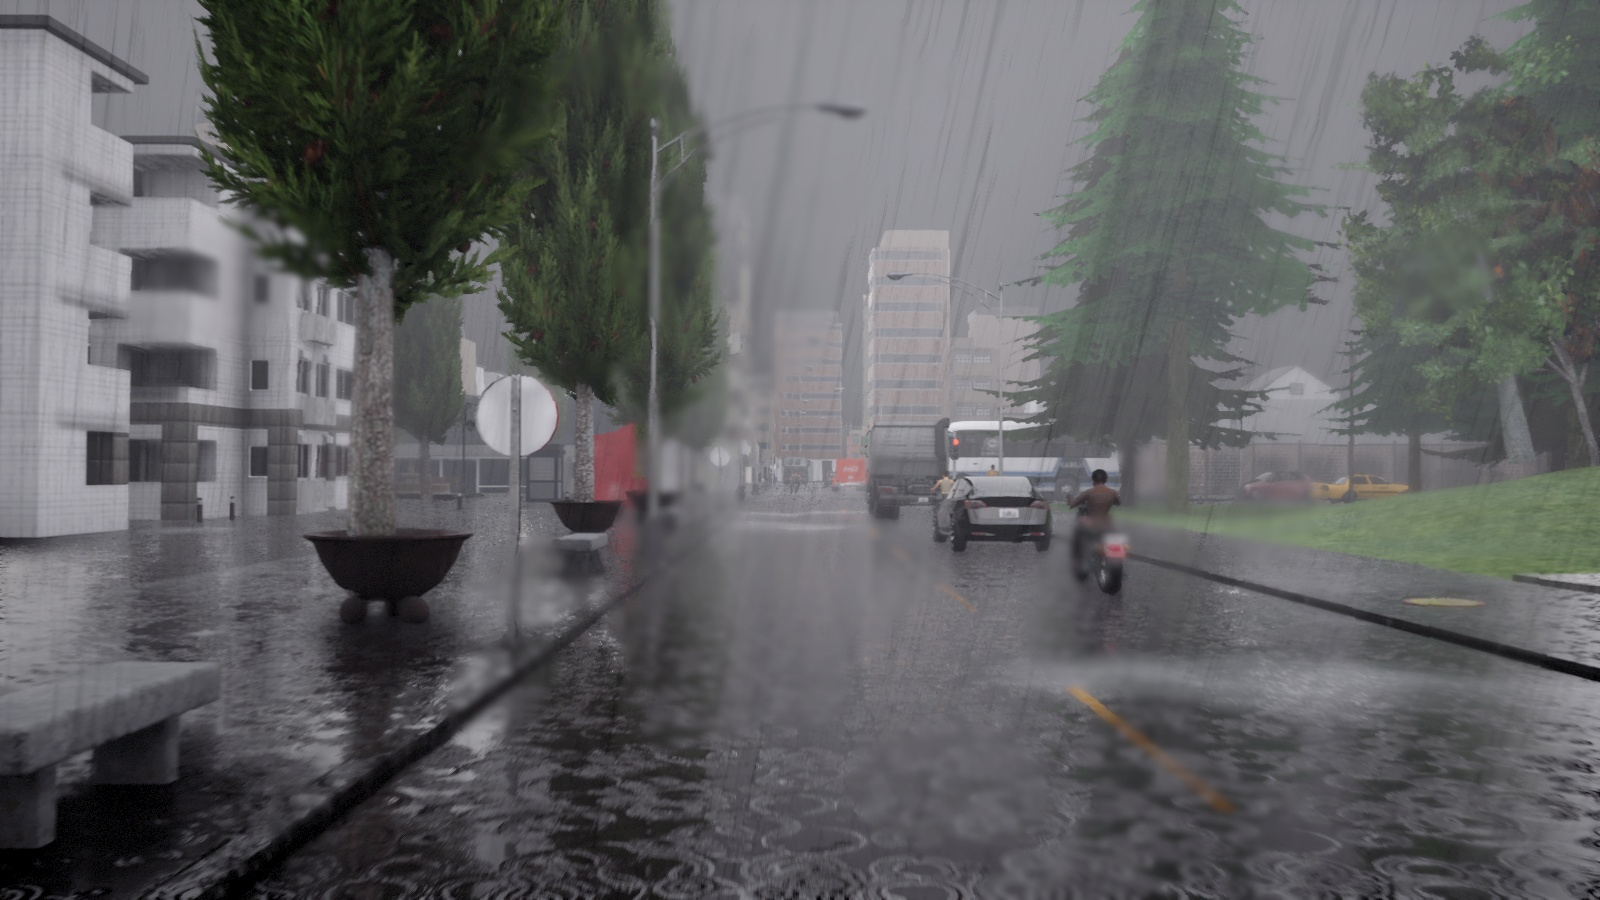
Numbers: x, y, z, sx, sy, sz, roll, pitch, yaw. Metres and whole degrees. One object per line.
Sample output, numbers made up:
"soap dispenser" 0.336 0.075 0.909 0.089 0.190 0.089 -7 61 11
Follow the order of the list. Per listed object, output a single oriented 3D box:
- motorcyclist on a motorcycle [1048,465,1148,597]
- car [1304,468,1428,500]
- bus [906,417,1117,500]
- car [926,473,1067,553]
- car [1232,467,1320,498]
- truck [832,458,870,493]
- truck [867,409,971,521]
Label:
"motorcyclist on a motorcycle" 3.966 1.031 16.904 0.766 1.649 2.350 0 -1 0
"car" 28.356 1.697 63.020 5.366 1.575 1.801 0 -1 0
"bus" 11.099 0.510 66.655 10.273 4.253 3.944 0 -2 -6
"car" 3.948 1.235 26.071 2.163 1.488 4.792 0 -1 0
"car" 25.356 1.735 67.011 3.988 1.617 1.851 0 -1 0
"truck" 3.721 1.859 92.341 2.627 2.467 5.204 0 -1 0
"truck" 3.874 0.532 42.670 2.891 3.462 7.936 0 -1 1
